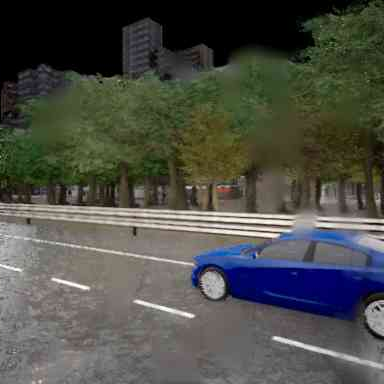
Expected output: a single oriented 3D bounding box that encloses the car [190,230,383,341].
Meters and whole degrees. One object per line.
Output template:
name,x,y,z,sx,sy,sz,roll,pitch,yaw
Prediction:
car,2.264,1.495,6.553,5.008,1.535,1.882,0,0,36
